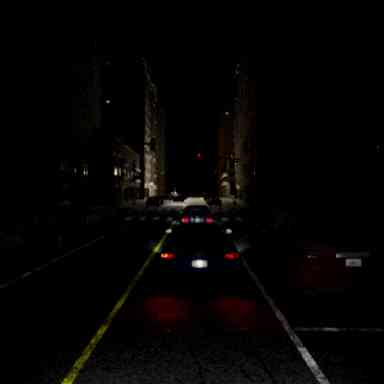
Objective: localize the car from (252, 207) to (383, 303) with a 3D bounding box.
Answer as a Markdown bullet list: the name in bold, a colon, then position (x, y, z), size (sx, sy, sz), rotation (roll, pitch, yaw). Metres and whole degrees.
- **car**: position (2.772, 1.269, 8.039), size (2.192, 1.841, 5.009), rotation (1, 0, 1)

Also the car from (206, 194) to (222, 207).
- **car**: position (3.220, 1.314, 46.306), size (1.802, 1.307, 4.206), rotation (1, 0, 1)

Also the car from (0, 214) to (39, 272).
- **car**: position (-5.758, 1.475, 7.980), size (1.752, 1.417, 4.829), rotation (1, 0, 1)

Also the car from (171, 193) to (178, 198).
- **car**: position (-4.771, 1.057, 91.794), size (1.802, 1.307, 4.206), rotation (1, 0, 1)

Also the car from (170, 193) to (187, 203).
- **car**: position (-2.350, 1.256, 59.153), size (1.895, 1.301, 4.718), rotation (0, 0, 1)

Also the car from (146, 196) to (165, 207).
- **car**: position (-5.305, 1.271, 46.415), size (1.887, 1.381, 4.507), rotation (1, 0, 1)

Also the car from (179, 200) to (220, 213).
- **car**: position (0.277, 1.435, 19.227), size (2.033, 1.411, 5.357), rotation (0, 0, 0)

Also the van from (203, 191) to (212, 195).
- **van**: position (3.423, 0.976, 63.324), size (1.690, 1.788, 3.998), rotation (1, 0, 1)

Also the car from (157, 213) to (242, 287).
- **car**: position (0.192, 1.509, 9.164), size (1.994, 1.385, 4.181), rotation (0, 0, 1)

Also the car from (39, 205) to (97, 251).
- **car**: position (-5.690, 1.460, 13.774), size (1.887, 1.381, 4.507), rotation (1, 0, 1)

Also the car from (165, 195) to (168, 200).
- **car**: position (-5.238, 1.239, 52.088), size (1.887, 1.381, 4.507), rotation (1, 0, 1)

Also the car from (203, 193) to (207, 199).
- **car**: position (3.353, 1.249, 57.652), size (1.802, 1.307, 4.206), rotation (1, 0, 1)

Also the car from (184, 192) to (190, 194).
- **car**: position (-2.123, 1.165, 74.537), size (1.895, 1.301, 4.718), rotation (0, 0, 1)

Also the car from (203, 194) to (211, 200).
- **car**: position (3.621, 1.124, 80.343), size (1.802, 1.307, 4.206), rotation (1, 0, 1)

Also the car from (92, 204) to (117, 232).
- **car**: position (-5.625, 1.409, 19.228), size (1.752, 1.417, 4.829), rotation (1, 0, 1)

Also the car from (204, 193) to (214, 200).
- **car**: position (3.286, 1.281, 51.979), size (1.802, 1.307, 4.206), rotation (1, 0, 1)

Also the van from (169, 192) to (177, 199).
- **van**: position (-4.835, 0.847, 86.121), size (1.690, 1.788, 3.998), rotation (1, 0, 1)

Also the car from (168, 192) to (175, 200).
- **car**: position (-5.038, 1.180, 69.105), size (1.802, 1.307, 4.206), rotation (1, 0, 1)

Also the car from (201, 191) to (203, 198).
- **car**: position (3.490, 0.919, 68.996), size (2.192, 1.841, 5.009), rotation (1, 0, 1)
